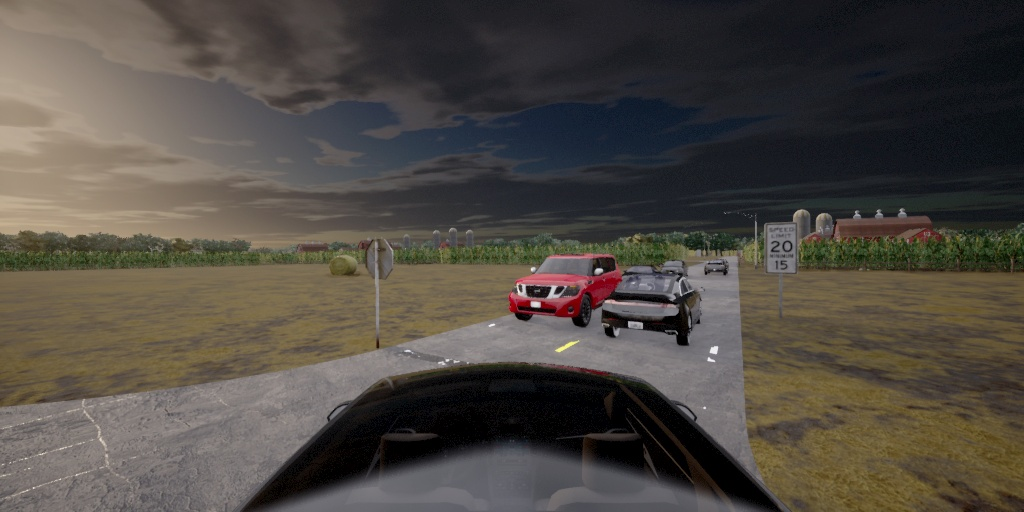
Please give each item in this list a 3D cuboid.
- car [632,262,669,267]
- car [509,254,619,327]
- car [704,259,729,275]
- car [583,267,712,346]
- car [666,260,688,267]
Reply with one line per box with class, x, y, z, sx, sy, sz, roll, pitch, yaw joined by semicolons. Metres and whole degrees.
car;7.436;1.234;20.543;1.994;1.385;4.181;0;0;32
car;2.078;0.934;11.962;2.150;2.045;5.566;0;0;32
car;20.326;1.077;35.627;2.128;1.511;4.902;0;0;33
car;3.852;1.213;9.488;2.128;1.511;4.902;0;0;32
car;14.089;1.118;31.109;1.837;1.490;4.892;0;1;32
